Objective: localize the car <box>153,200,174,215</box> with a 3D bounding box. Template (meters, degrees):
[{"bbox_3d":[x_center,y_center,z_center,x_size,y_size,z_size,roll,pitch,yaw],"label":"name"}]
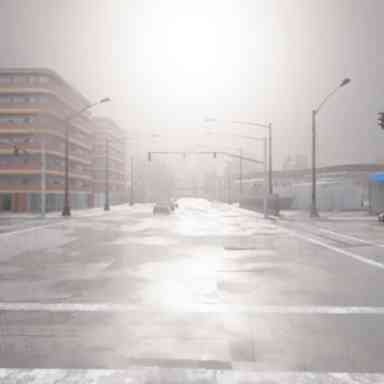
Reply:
[{"bbox_3d":[-3.600,1.956,40.459,1.882,1.535,5.008,0,-1,0],"label":"car"}]

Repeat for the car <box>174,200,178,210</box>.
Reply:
[{"bbox_3d":[-3.594,2.198,50.510,1.895,1.301,4.718,0,-1,0],"label":"car"}]

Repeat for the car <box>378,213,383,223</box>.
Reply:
[{"bbox_3d":[16.607,1.801,24.927,4.892,1.490,1.837,0,-1,0],"label":"car"}]
